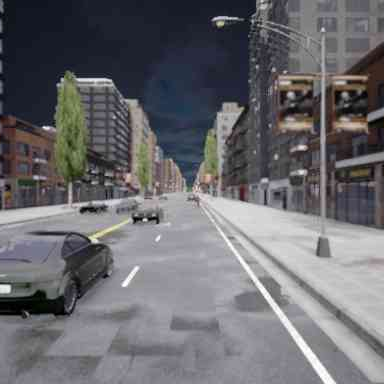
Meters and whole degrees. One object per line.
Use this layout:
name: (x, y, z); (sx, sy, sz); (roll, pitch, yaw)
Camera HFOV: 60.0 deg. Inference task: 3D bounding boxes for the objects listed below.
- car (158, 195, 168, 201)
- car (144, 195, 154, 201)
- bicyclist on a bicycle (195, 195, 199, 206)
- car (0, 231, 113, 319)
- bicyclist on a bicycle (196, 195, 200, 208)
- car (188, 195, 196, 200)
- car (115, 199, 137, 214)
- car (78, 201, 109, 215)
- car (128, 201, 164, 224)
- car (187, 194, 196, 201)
car: (-6.524, 1.287, 75.937); (1.994, 1.385, 4.181); (0, 0, 0)
car: (-9.774, 1.329, 75.906); (1.895, 1.301, 4.718); (0, 0, 0)
bicyclist on a bicycle: (0.877, 1.311, 54.717); (0.659, 1.776, 1.843); (0, 0, 0)
car: (-3.152, 1.562, 7.477); (1.994, 1.385, 4.181); (0, 0, 0)
bicyclist on a bicycle: (0.879, 1.408, 45.806); (0.582, 1.620, 1.656); (0, 0, 0)
car: (-0.029, 1.411, 92.664); (1.994, 1.385, 4.181); (0, 0, 0)
car: (-6.594, 1.477, 34.412); (1.837, 1.490, 4.892); (0, 0, 0)
car: (-9.848, 1.573, 33.616); (1.895, 1.301, 4.718); (0, 0, 0)
car: (-3.159, 1.585, 24.681); (1.895, 1.301, 4.718); (0, 0, 0)
car: (-0.024, 1.254, 77.100); (2.097, 1.767, 4.553); (0, 0, 0)
